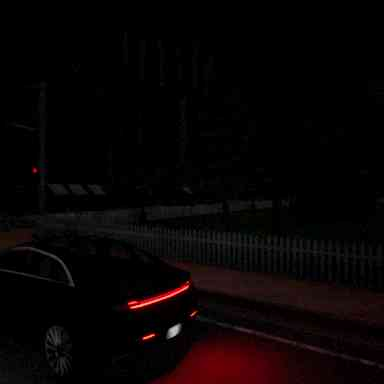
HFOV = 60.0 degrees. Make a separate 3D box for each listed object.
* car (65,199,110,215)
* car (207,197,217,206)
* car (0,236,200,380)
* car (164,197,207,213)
[{"bbox_3d":[-10.745,1.483,34.432,1.837,1.490,4.892,0,0,34],"label":"car"},{"bbox_3d":[2.379,1.543,53.817,1.994,1.385,4.181,0,0,35],"label":"car"},{"bbox_3d":[-2.184,1.488,5.497,4.902,1.511,2.128,0,0,36],"label":"car"},{"bbox_3d":[-0.937,1.531,36.120,2.033,1.411,5.357,0,0,34],"label":"car"}]
